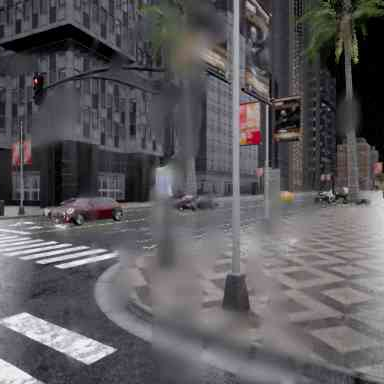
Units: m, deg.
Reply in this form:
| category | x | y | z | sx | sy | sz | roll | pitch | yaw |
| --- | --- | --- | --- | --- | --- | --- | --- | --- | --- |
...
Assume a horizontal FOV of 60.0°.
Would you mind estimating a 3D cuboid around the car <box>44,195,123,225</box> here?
| category | x | y | z | sx | sy | sz | roll | pitch | yaw |
| --- | --- | --- | --- | --- | --- | --- | --- | --- | --- |
| car | -6.689 | 1.075 | 21.467 | 2.097 | 1.767 | 4.553 | 0 | 1 | 35 |

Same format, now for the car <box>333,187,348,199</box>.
| category | x | y | z | sx | sy | sz | roll | pitch | yaw |
| --- | --- | --- | --- | --- | --- | --- | --- | --- | --- |
| car | 23.683 | 0.232 | 52.762 | 2.150 | 2.045 | 5.566 | 0 | 1 | 36 |

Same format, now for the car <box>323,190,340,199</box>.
| category | x | y | z | sx | sy | sz | roll | pitch | yaw |
| --- | --- | --- | --- | --- | --- | --- | --- | --- | --- |
| car | 25.768 | 0.353 | 61.321 | 1.882 | 1.535 | 5.008 | 0 | 1 | 36 |

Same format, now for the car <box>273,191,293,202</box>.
| category | x | y | z | sx | sy | sz | roll | pitch | yaw |
| --- | --- | --- | --- | --- | --- | --- | --- | --- | --- |
| car | 13.650 | 0.611 | 50.012 | 1.882 | 1.535 | 5.008 | 0 | 1 | 35 |

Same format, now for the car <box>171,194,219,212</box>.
| category | x | y | z | sx | sy | sz | roll | pitch | yaw |
| --- | --- | --- | --- | --- | --- | --- | --- | --- | --- |
| car | 0.579 | 1.049 | 31.730 | 2.033 | 1.411 | 5.357 | 0 | 1 | 35 |

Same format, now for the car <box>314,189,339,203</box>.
| category | x | y | z | sx | sy | sz | roll | pitch | yaw |
| --- | --- | --- | --- | --- | --- | --- | --- | --- | --- |
| car | 17.823 | 0.677 | 44.481 | 1.837 | 1.490 | 4.892 | 0 | 1 | 35 |

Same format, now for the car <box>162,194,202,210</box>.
| category | x | y | z | sx | sy | sz | roll | pitch | yaw |
| --- | --- | --- | --- | --- | --- | --- | --- | --- | --- |
| car | -0.988 | 0.990 | 35.129 | 1.812 | 1.442 | 4.674 | 0 | 1 | 35 |
